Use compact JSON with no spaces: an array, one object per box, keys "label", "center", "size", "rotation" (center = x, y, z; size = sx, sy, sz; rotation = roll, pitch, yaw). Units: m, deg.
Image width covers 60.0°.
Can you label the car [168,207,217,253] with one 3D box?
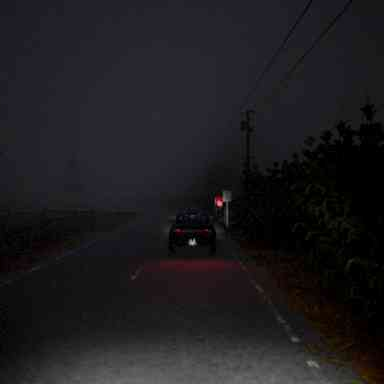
[{"label":"car","center":[0.021,1.627,14.283],"size":[2.128,1.511,4.902],"rotation":[0,0,0]}]

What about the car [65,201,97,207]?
[{"label":"car","center":[-15.736,1.965,47.079],"size":[4.674,1.442,1.812],"rotation":[0,-1,6]}]

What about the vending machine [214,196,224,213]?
[{"label":"vending machine","center":[3.404,1.588,41.970],"size":[1.100,2.100,0.880],"rotation":[0,-1,-1]}]

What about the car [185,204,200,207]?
[{"label":"car","center":[0.043,1.801,29.380],"size":[1.812,1.442,4.674],"rotation":[0,0,0]}]
